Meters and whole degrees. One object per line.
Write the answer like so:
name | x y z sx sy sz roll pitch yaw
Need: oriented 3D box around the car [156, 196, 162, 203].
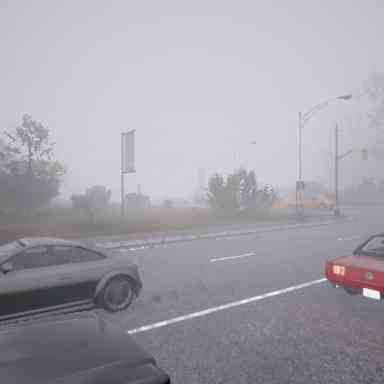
car | -4.553 1.383 60.078 1.895 1.301 4.718 -1 0 -38

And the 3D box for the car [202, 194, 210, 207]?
car | 3.972 1.281 43.847 1.882 1.535 5.008 -1 0 -39

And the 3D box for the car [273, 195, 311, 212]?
car | 9.941 1.276 36.437 1.882 1.535 5.008 -1 0 -39

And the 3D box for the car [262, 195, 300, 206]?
car | 13.158 1.261 49.458 2.033 1.411 5.357 -1 0 -39

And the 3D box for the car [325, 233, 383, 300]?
car | 5.107 1.569 7.407 4.718 1.301 1.895 0 0 -36

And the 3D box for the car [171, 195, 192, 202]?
car | -2.213 1.326 68.602 1.895 1.301 4.718 -1 0 -39

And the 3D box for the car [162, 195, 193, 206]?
car | -2.340 1.372 51.697 1.994 1.385 4.181 -1 0 -39

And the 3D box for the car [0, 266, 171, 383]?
car | -2.416 1.601 2.013 4.718 1.301 1.895 0 0 -36

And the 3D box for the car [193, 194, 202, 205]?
car | 1.919 1.130 51.988 2.097 1.767 4.553 -1 0 -39

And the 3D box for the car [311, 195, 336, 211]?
car | 13.779 1.121 37.252 2.097 1.767 4.553 -1 0 -39

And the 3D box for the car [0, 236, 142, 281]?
car | -3.040 1.563 6.122 4.181 1.385 1.994 0 0 -36
